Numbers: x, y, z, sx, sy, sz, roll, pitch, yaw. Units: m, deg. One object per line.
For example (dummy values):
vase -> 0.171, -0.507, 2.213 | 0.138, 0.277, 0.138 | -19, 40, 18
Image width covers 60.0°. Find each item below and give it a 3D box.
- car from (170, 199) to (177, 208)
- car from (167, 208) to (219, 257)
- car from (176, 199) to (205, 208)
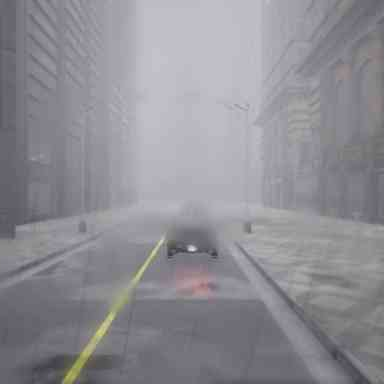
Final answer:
car -> -3.018, 2.064, 60.822 | 2.128, 1.511, 4.902 | 0, -1, 1
car -> 0.028, 1.640, 13.499 | 1.837, 1.490, 4.892 | 0, 0, 0
car -> 0.036, 1.625, 28.424 | 2.097, 1.767, 4.553 | 0, -1, 0
